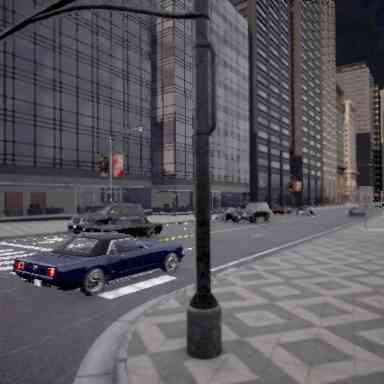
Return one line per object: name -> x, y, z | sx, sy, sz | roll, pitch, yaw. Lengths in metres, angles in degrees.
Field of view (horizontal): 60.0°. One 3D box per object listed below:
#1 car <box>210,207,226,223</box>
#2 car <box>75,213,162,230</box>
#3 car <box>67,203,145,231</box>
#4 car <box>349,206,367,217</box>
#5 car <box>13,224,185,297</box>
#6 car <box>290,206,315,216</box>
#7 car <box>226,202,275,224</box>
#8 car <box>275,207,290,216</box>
car -> 3.510, 2.366, 35.106 | 2.128, 1.511, 4.902 | -1, -2, 35
car -> -3.830, 2.060, 18.668 | 1.895, 1.301, 4.718 | -1, -2, 34
car -> -5.430, 1.771, 22.103 | 2.150, 2.045, 5.566 | -1, -2, 35
car -> 23.110, 2.637, 46.258 | 2.128, 1.511, 4.902 | -1, -2, 34
car -> -2.225, 1.822, 9.359 | 1.895, 1.301, 4.718 | -1, -2, 34
car -> 16.389, 2.722, 47.949 | 2.128, 1.511, 4.902 | -1, -2, 34
car -> 5.916, 2.037, 32.879 | 2.150, 2.045, 5.566 | -1, -2, 34
car -> 13.693, 2.895, 49.761 | 1.895, 1.301, 4.718 | -1, -2, 34
